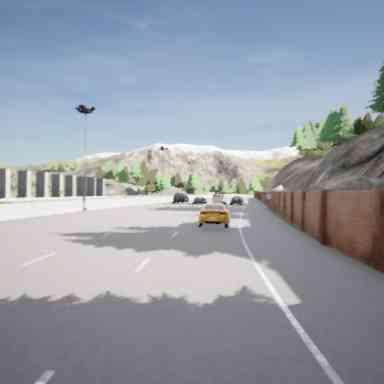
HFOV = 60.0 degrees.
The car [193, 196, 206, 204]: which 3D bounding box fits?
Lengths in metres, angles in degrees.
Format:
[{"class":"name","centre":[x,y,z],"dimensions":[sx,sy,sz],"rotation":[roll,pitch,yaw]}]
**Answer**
[{"class":"car","centre":[1.512,1.559,63.626],"dimensions":[2.128,1.511,4.902],"rotation":[1,0,11]}]

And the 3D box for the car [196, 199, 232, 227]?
[{"class":"car","centre":[1.625,1.517,23.188],"dimensions":[1.882,1.535,5.008],"rotation":[0,0,8]}]

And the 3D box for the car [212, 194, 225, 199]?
[{"class":"car","centre":[5.065,1.337,63.585],"dimensions":[2.150,2.045,5.566],"rotation":[1,0,11]}]

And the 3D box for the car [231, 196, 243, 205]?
[{"class":"car","centre":[8.560,1.515,63.229],"dimensions":[2.097,1.767,4.553],"rotation":[1,0,11]}]

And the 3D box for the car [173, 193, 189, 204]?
[{"class":"car","centre":[-2.078,1.241,63.478],"dimensions":[2.150,2.045,5.566],"rotation":[1,0,11]}]
